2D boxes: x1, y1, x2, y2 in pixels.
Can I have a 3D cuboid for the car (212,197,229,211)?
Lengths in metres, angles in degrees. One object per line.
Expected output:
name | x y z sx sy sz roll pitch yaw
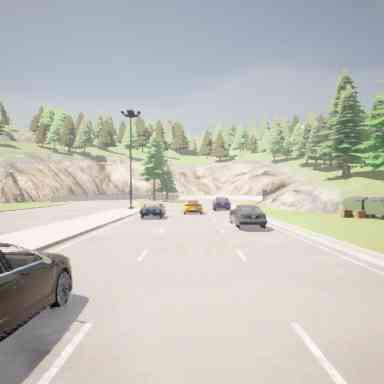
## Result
car | 3.613 1.352 41.318 2.097 1.767 4.553 0 0 0

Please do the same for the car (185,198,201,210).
car | 0.138 1.547 44.502 2.033 1.411 5.357 0 0 1

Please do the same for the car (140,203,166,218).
car | -3.400 1.601 29.676 1.895 1.301 4.718 0 0 0

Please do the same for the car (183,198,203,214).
car | 0.096 1.477 34.674 1.882 1.535 5.008 0 0 0

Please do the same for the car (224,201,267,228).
car | 3.600 1.547 21.988 2.033 1.411 5.357 0 0 0

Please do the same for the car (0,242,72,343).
car | -3.403 1.491 5.008 2.128 1.511 4.902 0 0 0
